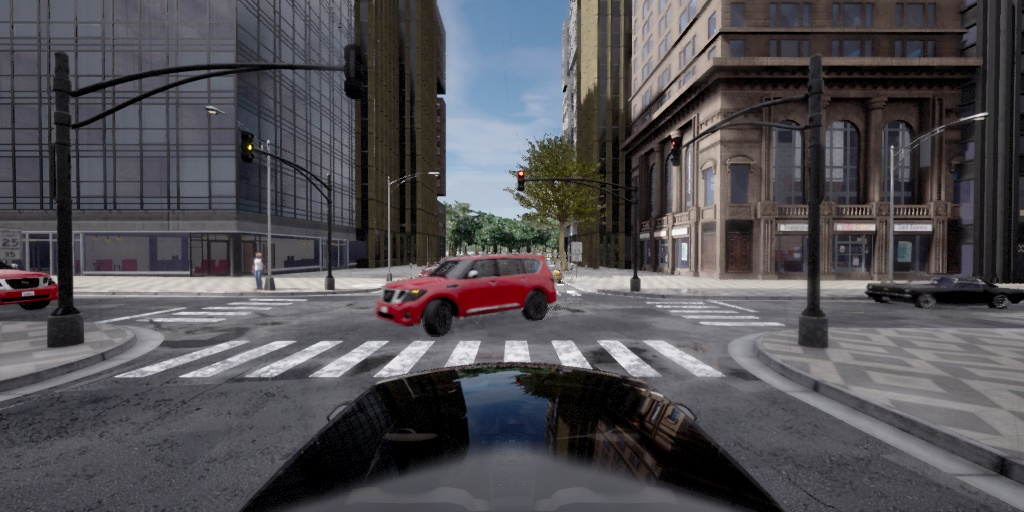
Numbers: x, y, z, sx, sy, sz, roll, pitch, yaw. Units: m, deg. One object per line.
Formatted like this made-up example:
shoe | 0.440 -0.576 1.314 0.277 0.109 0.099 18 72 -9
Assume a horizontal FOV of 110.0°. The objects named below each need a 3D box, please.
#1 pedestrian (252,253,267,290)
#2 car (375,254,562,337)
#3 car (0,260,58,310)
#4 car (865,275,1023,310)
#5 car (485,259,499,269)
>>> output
pedestrian | -12.542 0.741 17.809 0.375 1.860 0.375 0 0 0
car | -1.096 0.974 10.733 5.566 2.045 2.150 0 -1 -40
car | -18.386 0.841 11.553 5.566 2.045 2.150 1 1 0
car | 17.733 1.463 14.874 4.718 1.301 1.895 0 1 0
car | -3.107 1.189 56.676 1.812 1.442 4.674 0 0 0
